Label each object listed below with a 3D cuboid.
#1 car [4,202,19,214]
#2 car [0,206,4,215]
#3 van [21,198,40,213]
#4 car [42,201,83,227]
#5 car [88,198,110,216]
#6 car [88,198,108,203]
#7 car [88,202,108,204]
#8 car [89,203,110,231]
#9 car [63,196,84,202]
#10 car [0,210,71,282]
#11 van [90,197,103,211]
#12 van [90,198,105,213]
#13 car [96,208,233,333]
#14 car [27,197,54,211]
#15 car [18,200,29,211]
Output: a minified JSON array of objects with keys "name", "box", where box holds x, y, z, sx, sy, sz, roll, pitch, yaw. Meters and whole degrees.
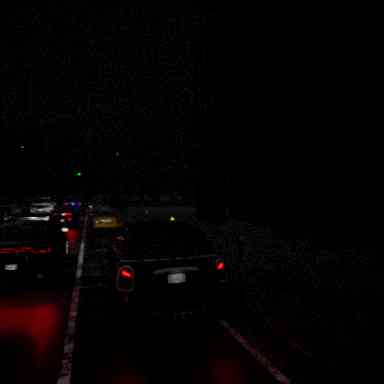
[{"name":"car","box":[-16.973,1.885,29.303,1.947,1.339,4.313,-1,0,-17]},{"name":"car","box":[-15.318,1.803,23.946,1.752,1.417,4.829,-1,0,-17]},{"name":"van","box":[-21.795,1.786,44.888,1.690,1.788,3.998,-1,0,-17]},{"name":"car","box":[-9.283,1.696,24.276,2.128,1.511,4.902,-1,0,-17]},{"name":"car","box":[-10.439,1.587,37.017,2.192,1.841,5.009,-1,0,-17]},{"name":"car","box":[-8.831,1.671,31.822,1.967,1.590,4.097,-1,0,-17]},{"name":"car","box":[-7.223,1.734,26.627,1.887,1.381,4.507,-1,0,-17]},{"name":"car","box":[-5.668,1.675,21.594,1.752,1.417,4.829,-1,0,-17]},{"name":"car","box":[-14.152,1.550,39.678,2.150,2.045,5.566,-1,0,-17]},{"name":"car","box":[-4.867,1.572,9.996,1.882,1.535,5.008,-1,0,-17]},{"name":"van","box":[-13.650,1.697,47.407,1.690,1.788,3.998,-1,0,-17]},{"name":"van","box":[-12.044,1.655,42.212,1.690,1.788,3.998,-1,0,-17]},{"name":"car","box":[-0.867,1.388,7.251,2.097,1.767,4.553,-1,0,-17]},{"name":"car","box":[-16.692,1.574,37.548,2.150,2.045,5.566,-1,-1,-17]},{"name":"car","box":[-18.530,1.885,34.336,1.752,1.417,4.829,-1,0,-17]}]
